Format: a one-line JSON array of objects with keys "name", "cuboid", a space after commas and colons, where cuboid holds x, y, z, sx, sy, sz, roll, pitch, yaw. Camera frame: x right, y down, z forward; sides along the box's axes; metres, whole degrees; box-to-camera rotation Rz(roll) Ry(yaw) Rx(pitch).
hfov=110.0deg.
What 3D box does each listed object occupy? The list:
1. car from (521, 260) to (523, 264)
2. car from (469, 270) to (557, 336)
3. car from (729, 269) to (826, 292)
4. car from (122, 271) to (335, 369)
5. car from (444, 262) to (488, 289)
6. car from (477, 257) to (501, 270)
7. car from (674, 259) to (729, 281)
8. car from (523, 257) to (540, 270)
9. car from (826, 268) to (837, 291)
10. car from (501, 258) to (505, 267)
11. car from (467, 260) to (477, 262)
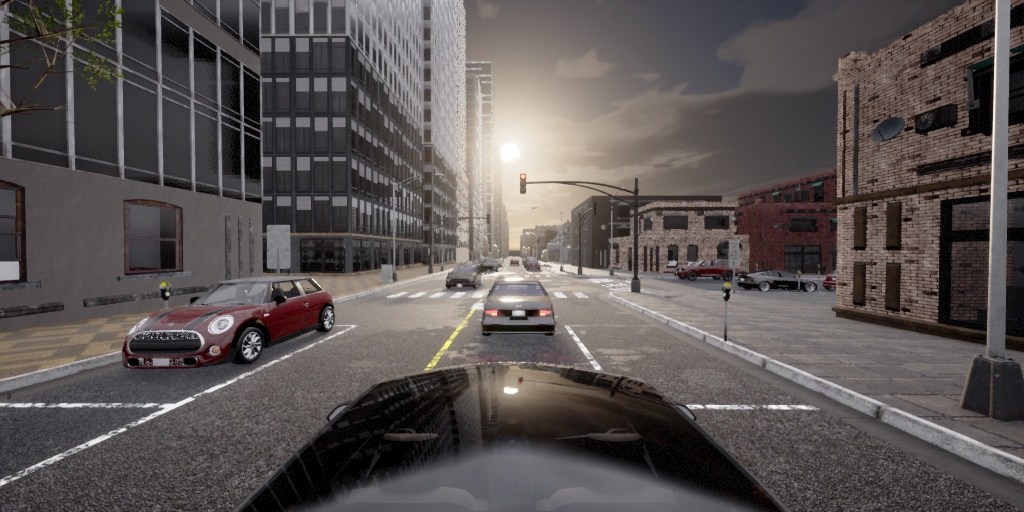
[{"name": "car", "cuboid": [3.099, 1.051, 62.553, 2.192, 1.841, 5.009, 0, 0, 0]}, {"name": "car", "cuboid": [0.158, 1.295, 10.350, 2.033, 1.411, 5.357, 0, 0, 0]}, {"name": "car", "cuboid": [16.550, 1.546, 22.512, 4.313, 1.339, 1.948, 0, 0, 1]}, {"name": "car", "cuboid": [-5.654, 1.188, 7.786, 1.967, 1.591, 4.097, 0, 0, 0]}, {"name": "car", "cuboid": [-2.960, 1.291, 23.039, 2.033, 1.411, 5.357, 0, 0, 0]}, {"name": "car", "cuboid": [-2.807, 1.091, 44.888, 2.097, 1.767, 4.553, 0, 0, 0]}, {"name": "car", "cuboid": [16.713, 1.164, 30.889, 5.009, 1.841, 2.192, 0, 0, 1]}, {"name": "car", "cuboid": [3.023, 1.178, 51.265, 1.967, 1.591, 4.097, 0, 0, 0]}, {"name": "car", "cuboid": [22.097, 1.473, 22.403, 4.097, 1.591, 1.967, 0, 0, 1]}, {"name": "car", "cuboid": [-2.671, 1.284, 61.674, 2.033, 1.411, 5.357, 0, 0, 1]}, {"name": "car", "cuboid": [-5.534, 1.265, 45.564, 1.751, 1.417, 4.829, 0, 0, 0]}]
